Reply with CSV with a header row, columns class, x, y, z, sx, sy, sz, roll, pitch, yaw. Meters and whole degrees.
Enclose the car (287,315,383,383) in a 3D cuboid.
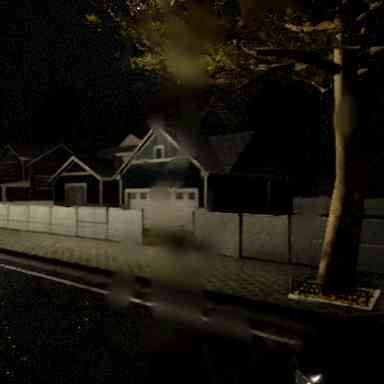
class,x,y,z,sx,sy,sz,roll,pitch,yaw
car,3.018,1.498,1.839,4.902,1.511,2.128,0,0,36
